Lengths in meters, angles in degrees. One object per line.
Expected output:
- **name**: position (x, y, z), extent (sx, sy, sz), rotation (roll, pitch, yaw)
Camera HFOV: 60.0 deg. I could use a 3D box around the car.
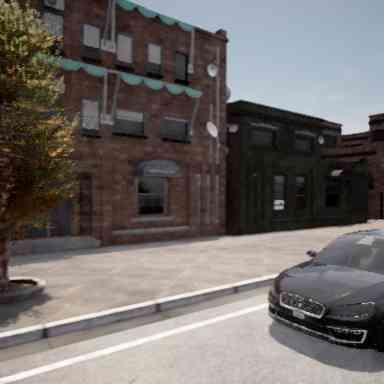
- **car**: position (3.504, 1.512, 6.179), extent (4.892, 1.490, 1.837), rotation (0, 0, -35)
